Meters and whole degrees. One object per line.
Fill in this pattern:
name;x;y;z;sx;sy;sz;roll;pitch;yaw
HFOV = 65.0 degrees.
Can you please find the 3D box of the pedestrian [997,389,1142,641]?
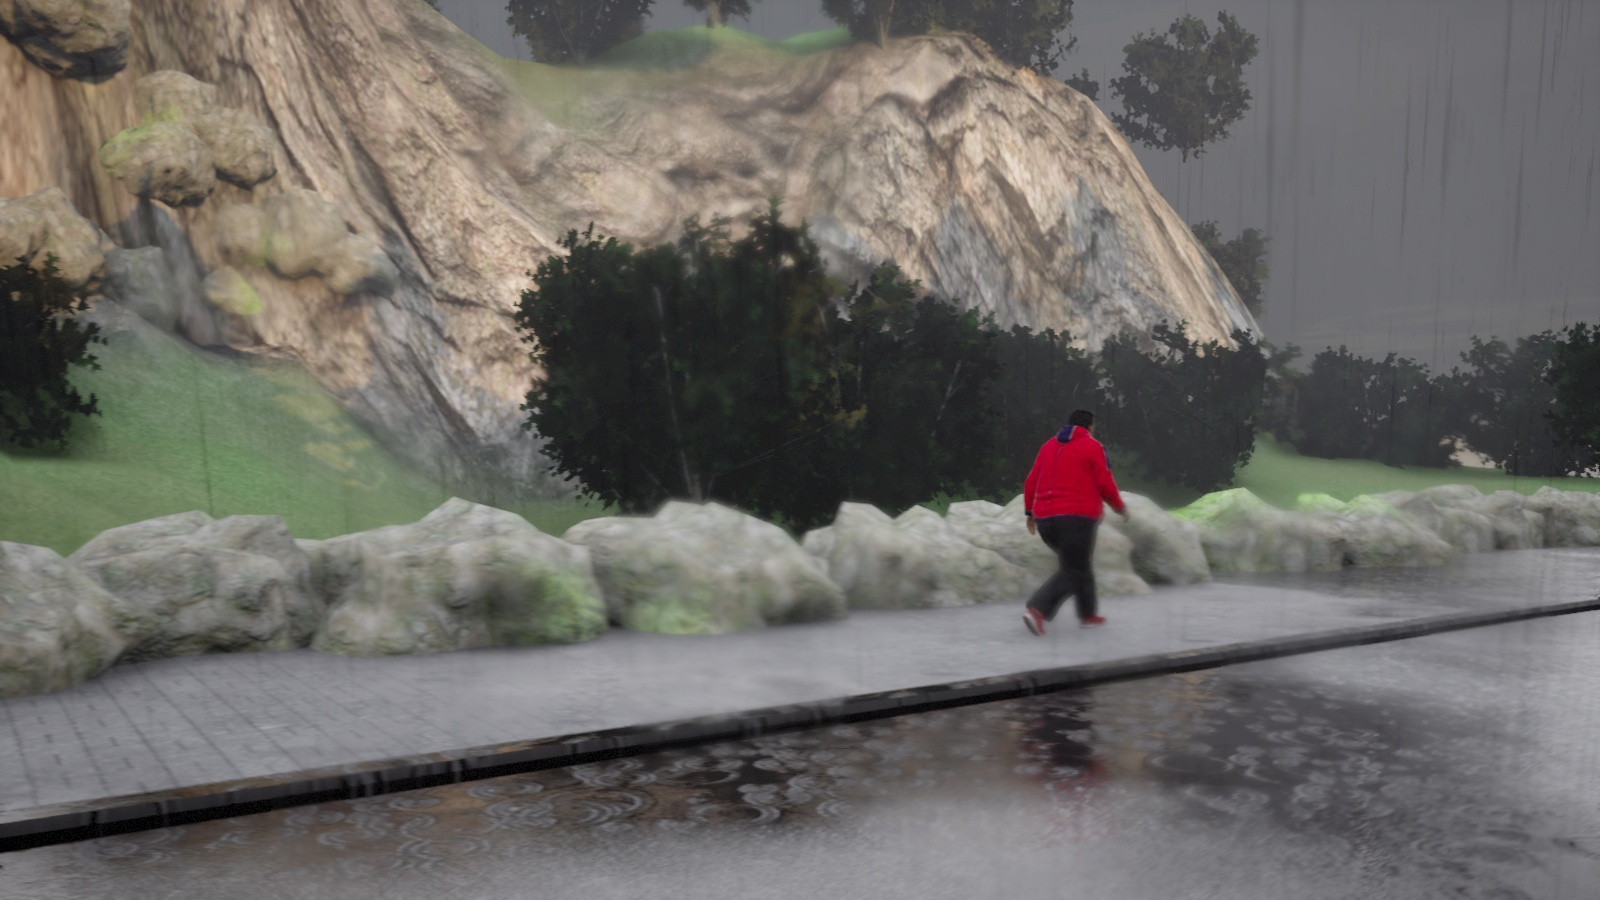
pedestrian;2.076;0.474;9.678;0.899;1.844;0.634;0;0;-32
